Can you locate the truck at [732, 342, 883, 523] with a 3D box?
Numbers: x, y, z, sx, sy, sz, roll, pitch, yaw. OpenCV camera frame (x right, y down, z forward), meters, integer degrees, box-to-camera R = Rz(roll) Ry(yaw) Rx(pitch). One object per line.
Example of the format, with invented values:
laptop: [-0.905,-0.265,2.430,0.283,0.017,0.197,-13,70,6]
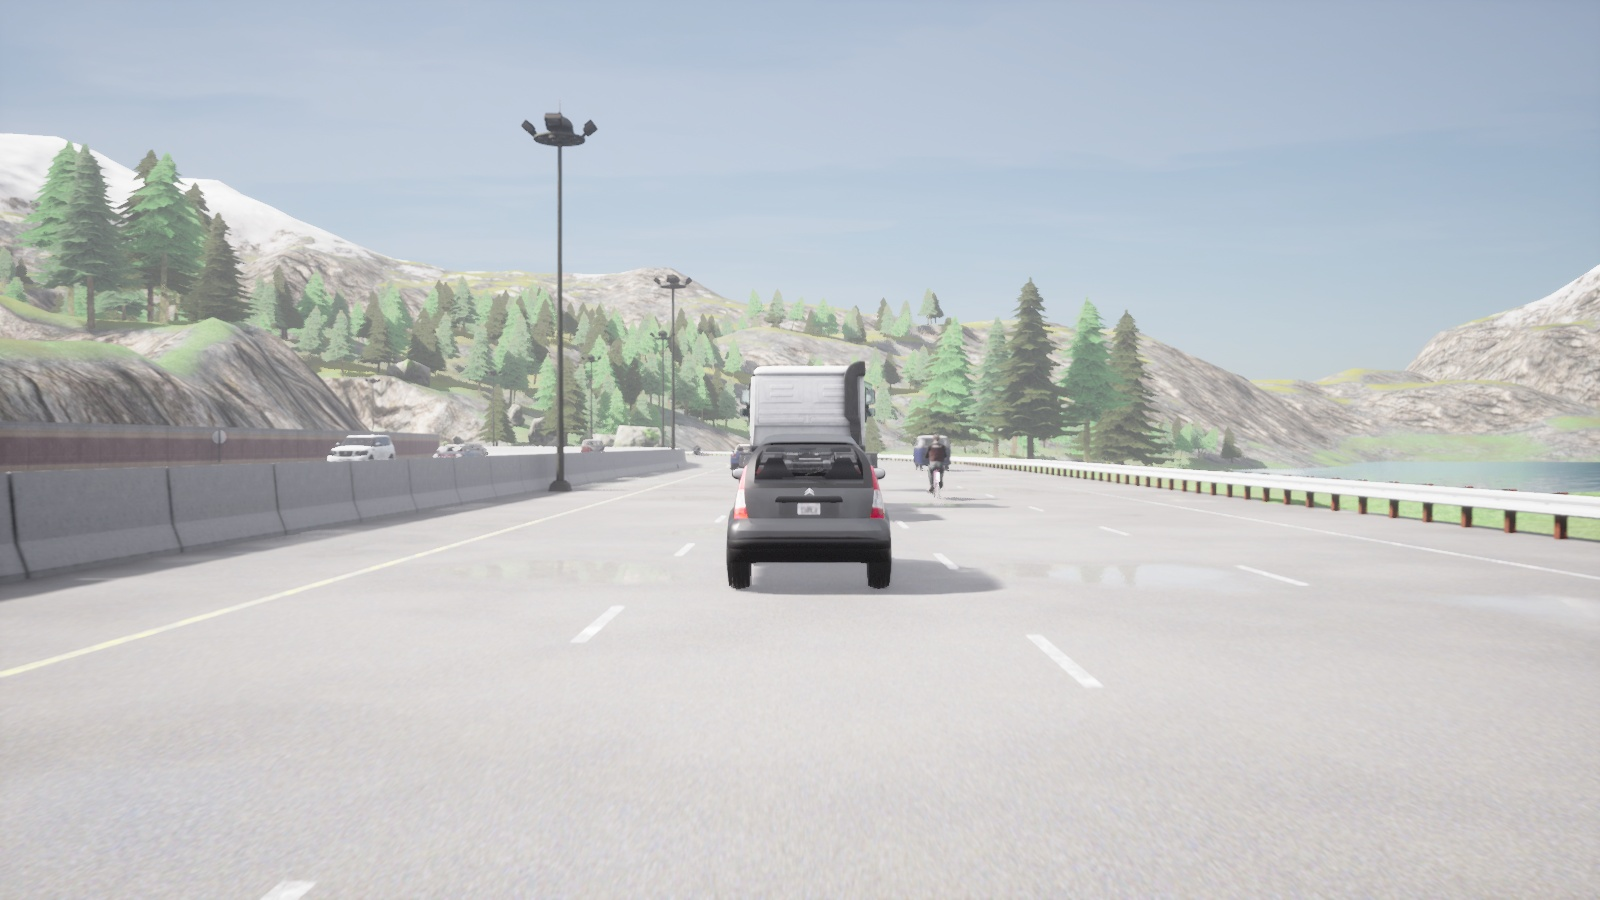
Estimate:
truck: [0.173,-0.360,27.991,2.891,3.462,7.936,0,0,0]

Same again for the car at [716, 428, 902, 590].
car: [0.098,0.580,14.517,1.851,1.617,3.988,0,0,0]

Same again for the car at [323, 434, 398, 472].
car: [-24.095,0.136,69.136,2.150,2.045,5.566,0,0,0]

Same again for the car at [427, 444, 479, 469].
car: [-20.564,0.362,74.561,1.970,1.475,3.806,0,0,0]

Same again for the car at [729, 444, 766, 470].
car: [-3.067,0.379,73.991,1.970,1.475,3.806,0,0,0]

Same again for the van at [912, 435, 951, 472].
van: [7.417,0.187,71.180,1.775,1.987,4.442,0,0,0]
